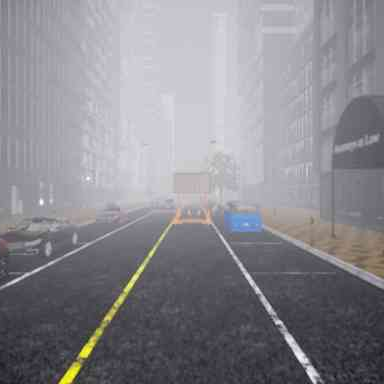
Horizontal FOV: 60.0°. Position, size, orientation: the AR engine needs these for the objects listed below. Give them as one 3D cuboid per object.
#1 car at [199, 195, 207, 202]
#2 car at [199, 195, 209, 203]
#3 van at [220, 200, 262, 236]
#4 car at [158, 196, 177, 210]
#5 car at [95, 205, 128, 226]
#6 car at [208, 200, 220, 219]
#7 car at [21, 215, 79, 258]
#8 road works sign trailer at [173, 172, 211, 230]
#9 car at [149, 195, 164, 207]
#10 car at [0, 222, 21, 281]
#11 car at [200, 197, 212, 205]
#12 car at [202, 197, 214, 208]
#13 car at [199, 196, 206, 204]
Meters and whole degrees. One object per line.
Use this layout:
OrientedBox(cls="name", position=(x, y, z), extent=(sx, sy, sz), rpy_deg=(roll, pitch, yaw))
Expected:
OrientedBox(cls="car", position=(2.684, 1.583, 80.961), extent=(1.967, 1.590, 4.097), rpy_deg=(0, 0, 0))
OrientedBox(cls="car", position=(2.685, 1.579, 75.269), extent=(1.967, 1.590, 4.097), rpy_deg=(0, 0, 0))
OrientedBox(cls="van", position=(2.688, 1.384, 18.345), extent=(1.690, 1.788, 3.998), rpy_deg=(0, 0, 0))
OrientedBox(cls="car", position=(-3.092, 1.624, 44.095), extent=(1.812, 1.442, 4.674), rpy_deg=(0, 0, 0))
OrientedBox(cls="car", position=(-5.693, 1.637, 24.039), extent=(1.802, 1.307, 4.206), rpy_deg=(0, 0, 0))
OrientedBox(cls="car", position=(2.688, 1.650, 29.729), extent=(1.802, 1.307, 4.206), rpy_deg=(0, 0, 0))
OrientedBox(cls="car", position=(-5.692, 1.581, 12.654), extent=(2.008, 1.369, 4.403), rpy_deg=(0, 0, 0))
OrientedBox(cls="road works sign trailer", position=(-0.002, 0.514, 21.366), extent=(2.380, 3.560, 2.880), rpy_deg=(0, 0, 0))
OrientedBox(cls="car", position=(-5.695, 1.666, 52.502), extent=(2.008, 1.369, 4.403), rpy_deg=(0, 0, 0))
OrientedBox(cls="car", position=(-5.692, 1.457, 6.963), extent=(1.967, 1.590, 4.097), rpy_deg=(0, 0, 0))
OrientedBox(cls="car", position=(2.685, 1.682, 63.884), extent=(2.008, 1.369, 4.403), rpy_deg=(0, 0, 0))
OrientedBox(cls="car", position=(2.686, 1.687, 46.806), extent=(1.802, 1.307, 4.206), rpy_deg=(0, 0, 0))
OrientedBox(cls="car", position=(2.686, 1.675, 58.191), extent=(2.008, 1.369, 4.403), rpy_deg=(0, 0, 0))
